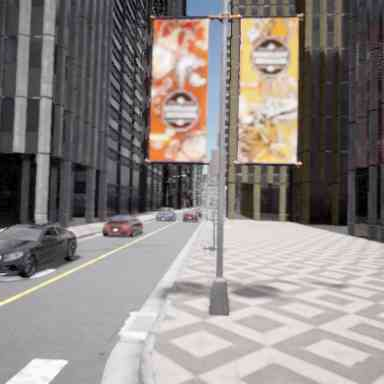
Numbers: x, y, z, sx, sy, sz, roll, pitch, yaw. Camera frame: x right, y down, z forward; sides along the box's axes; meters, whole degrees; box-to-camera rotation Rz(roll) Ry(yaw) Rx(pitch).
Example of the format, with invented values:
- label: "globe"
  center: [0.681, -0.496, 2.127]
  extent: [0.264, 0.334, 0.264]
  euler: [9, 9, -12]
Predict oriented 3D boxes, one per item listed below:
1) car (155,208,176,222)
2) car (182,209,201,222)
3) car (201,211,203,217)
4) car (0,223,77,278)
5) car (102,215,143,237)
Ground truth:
- label: "car"
  center: [-3.308, 2.807, 42.631]
  extent: [2.097, 1.767, 4.553]
  euler: [1, -2, 4]
- label: "car"
  center: [-0.148, 3.080, 42.975]
  extent: [1.812, 1.442, 4.674]
  euler: [1, -2, 4]
- label: "car"
  center: [0.648, 3.549, 55.294]
  extent: [1.812, 1.442, 4.674]
  euler: [1, -2, 4]
- label: "car"
  center: [-5.435, 1.790, 11.195]
  extent: [1.812, 1.442, 4.674]
  euler: [1, -2, 4]
- label: "car"
  center: [-4.659, 2.268, 22.808]
  extent: [1.994, 1.385, 4.181]
  euler: [1, -2, 4]
